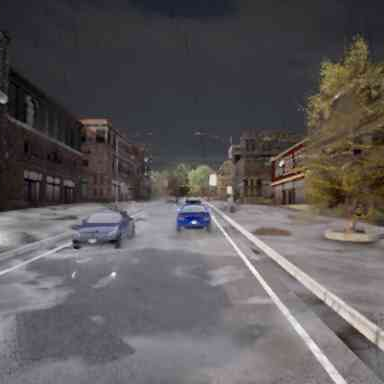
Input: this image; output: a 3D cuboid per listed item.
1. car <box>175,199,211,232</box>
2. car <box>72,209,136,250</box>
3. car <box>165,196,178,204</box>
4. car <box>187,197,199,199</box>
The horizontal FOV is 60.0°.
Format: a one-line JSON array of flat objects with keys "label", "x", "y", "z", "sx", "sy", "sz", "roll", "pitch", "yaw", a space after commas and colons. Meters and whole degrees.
[{"label": "car", "x": 0.111, "y": 1.425, "z": 19.768, "sx": 1.882, "sy": 1.535, "sz": 5.008, "roll": 0, "pitch": 0, "yaw": 0}, {"label": "car", "x": -3.591, "y": 1.496, "z": 14.320, "sx": 1.812, "sy": 1.442, "sz": 4.674, "roll": 0, "pitch": 0, "yaw": 0}, {"label": "car", "x": -3.332, "y": 1.354, "z": 55.734, "sx": 1.994, "sy": 1.385, "sz": 4.181, "roll": 0, "pitch": 0, "yaw": 2}, {"label": "car", "x": 0.124, "y": 1.332, "z": 40.945, "sx": 1.882, "sy": 1.535, "sz": 5.008, "roll": 0, "pitch": 0, "yaw": 0}]
